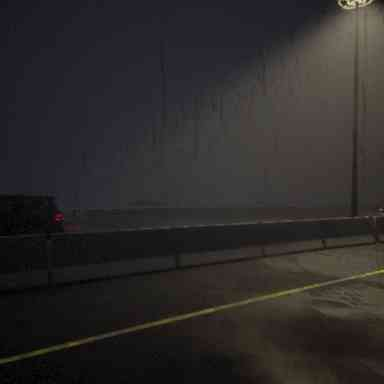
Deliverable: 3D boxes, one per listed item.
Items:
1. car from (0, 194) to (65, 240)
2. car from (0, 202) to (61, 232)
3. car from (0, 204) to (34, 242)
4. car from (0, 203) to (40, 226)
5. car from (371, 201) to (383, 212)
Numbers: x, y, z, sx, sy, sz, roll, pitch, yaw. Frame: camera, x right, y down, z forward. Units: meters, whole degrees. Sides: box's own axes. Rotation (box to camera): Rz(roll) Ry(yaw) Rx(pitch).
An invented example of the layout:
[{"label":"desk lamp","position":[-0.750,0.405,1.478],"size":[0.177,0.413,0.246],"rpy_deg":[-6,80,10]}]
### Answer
[{"label":"car","position":[-7.381,1.095,11.563],"size":[5.566,2.045,2.150],"rpy_deg":[1,0,-35]},{"label":"car","position":[-9.987,1.328,18.252],"size":[4.892,1.490,1.837],"rpy_deg":[1,0,-35]},{"label":"car","position":[-9.628,1.342,14.229],"size":[4.892,1.490,1.837],"rpy_deg":[1,0,-35]},{"label":"car","position":[-12.287,1.388,20.942],"size":[4.718,1.301,1.895],"rpy_deg":[1,0,-35]},{"label":"car","position":[24.031,1.692,40.342],"size":[5.008,1.535,1.882],"rpy_deg":[1,0,-21]}]
